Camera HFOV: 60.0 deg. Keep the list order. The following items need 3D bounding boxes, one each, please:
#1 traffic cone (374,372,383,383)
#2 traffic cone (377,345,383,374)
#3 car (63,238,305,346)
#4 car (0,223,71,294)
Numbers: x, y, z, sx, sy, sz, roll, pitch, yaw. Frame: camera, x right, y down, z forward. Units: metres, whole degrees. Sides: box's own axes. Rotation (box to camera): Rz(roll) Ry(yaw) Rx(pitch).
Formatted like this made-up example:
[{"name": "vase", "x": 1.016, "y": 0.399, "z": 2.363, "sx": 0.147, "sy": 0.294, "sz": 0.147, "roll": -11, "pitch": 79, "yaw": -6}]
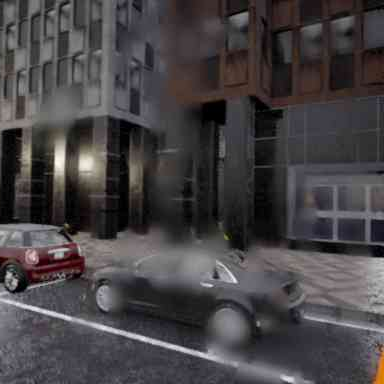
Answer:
[{"name": "traffic cone", "x": 1.798, "y": 2.082, "z": 3.064, "sx": 0.340, "sy": 0.580, "sz": 0.340, "roll": 0, "pitch": -2, "yaw": 29}, {"name": "traffic cone", "x": 2.287, "y": 2.114, "z": 3.935, "sx": 0.340, "sy": 0.580, "sz": 0.340, "roll": 0, "pitch": -2, "yaw": 29}, {"name": "car", "x": -0.120, "y": 1.726, "z": 6.493, "sx": 4.403, "sy": 1.369, "sz": 2.008, "roll": 0, "pitch": -2, "yaw": 29}, {"name": "car", "x": -5.004, "y": 1.588, "z": 9.238, "sx": 4.097, "sy": 1.590, "sz": 1.967, "roll": 0, "pitch": -2, "yaw": 29}]
